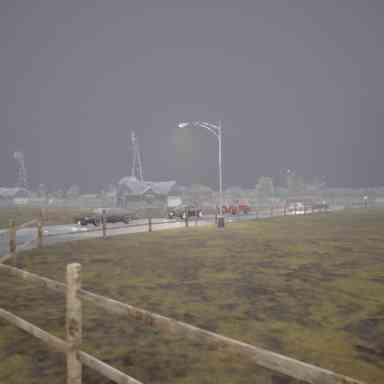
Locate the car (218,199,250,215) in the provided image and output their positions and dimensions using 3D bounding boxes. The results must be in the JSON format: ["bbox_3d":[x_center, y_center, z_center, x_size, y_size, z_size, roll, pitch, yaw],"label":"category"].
[{"bbox_3d":[5.555,1.913,43.390,2.150,2.045,5.566,-2,-2,36],"label":"car"}]

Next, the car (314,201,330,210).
[{"bbox_3d":[25.107,2.472,64.333,2.097,1.767,4.553,-2,-2,34],"label":"car"}]

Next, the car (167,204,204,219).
[{"bbox_3d":[-0.638,2.014,34.729,1.837,1.490,4.892,-2,-2,36],"label":"car"}]

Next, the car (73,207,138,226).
[{"bbox_3d":[-6.659,1.884,26.314,2.033,1.411,5.357,-2,-2,36],"label":"car"}]

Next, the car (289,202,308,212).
[{"bbox_3d":[16.983,2.379,53.006,1.812,1.442,4.674,-2,-2,35],"label":"car"}]
